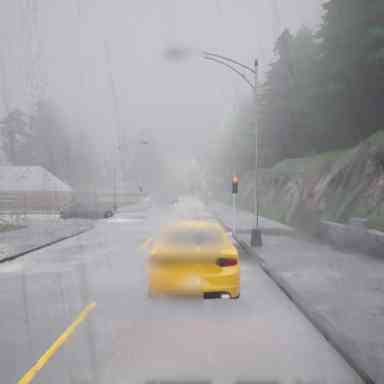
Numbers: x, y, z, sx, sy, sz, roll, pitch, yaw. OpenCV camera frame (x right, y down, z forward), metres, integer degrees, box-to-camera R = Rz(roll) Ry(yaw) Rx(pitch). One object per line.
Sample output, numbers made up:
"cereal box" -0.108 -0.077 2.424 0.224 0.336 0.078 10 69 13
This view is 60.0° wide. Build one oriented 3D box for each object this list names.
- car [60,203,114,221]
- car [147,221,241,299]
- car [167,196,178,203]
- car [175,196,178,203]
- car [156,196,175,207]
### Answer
"car" -8.480 1.564 26.916 4.181 1.385 1.994 0 0 15
"car" 0.061 1.478 8.490 1.882 1.535 5.008 0 0 1
"car" -3.938 1.563 68.785 1.994 1.385 4.181 0 0 1
"car" -4.020 1.563 58.776 1.994 1.385 4.181 0 0 0
"car" -4.047 1.351 49.457 2.097 1.767 4.553 0 0 0
